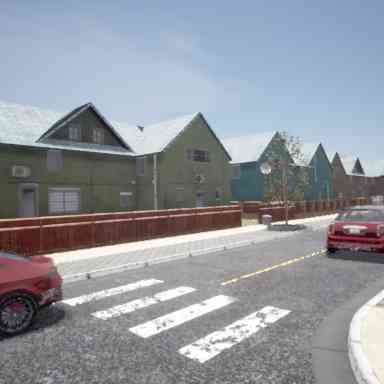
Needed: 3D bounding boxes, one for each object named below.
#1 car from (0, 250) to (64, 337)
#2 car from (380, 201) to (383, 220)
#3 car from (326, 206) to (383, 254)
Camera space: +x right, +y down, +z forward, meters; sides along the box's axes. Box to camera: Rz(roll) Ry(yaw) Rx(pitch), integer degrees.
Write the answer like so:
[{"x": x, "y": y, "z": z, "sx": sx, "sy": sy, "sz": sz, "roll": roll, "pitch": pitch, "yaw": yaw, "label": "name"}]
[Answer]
[{"x": -4.370, "y": 1.637, "z": 5.035, "sx": 1.812, "sy": 1.442, "sz": 4.674, "roll": -2, "pitch": -1, "yaw": 44, "label": "car"}, {"x": 17.642, "y": 1.451, "z": 27.818, "sx": 2.033, "sy": 1.411, "sz": 5.357, "roll": -2, "pitch": -1, "yaw": 44, "label": "car"}, {"x": 6.770, "y": 1.281, "z": 12.337, "sx": 2.097, "sy": 1.767, "sz": 4.553, "roll": -2, "pitch": -1, "yaw": 44, "label": "car"}]
